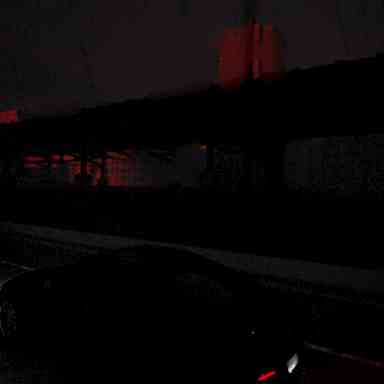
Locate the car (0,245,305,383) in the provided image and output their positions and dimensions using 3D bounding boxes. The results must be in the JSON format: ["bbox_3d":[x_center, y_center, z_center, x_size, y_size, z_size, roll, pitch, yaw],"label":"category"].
[{"bbox_3d":[-0.874,1.490,4.624,4.674,1.442,1.812,0,0,36],"label":"car"}]
